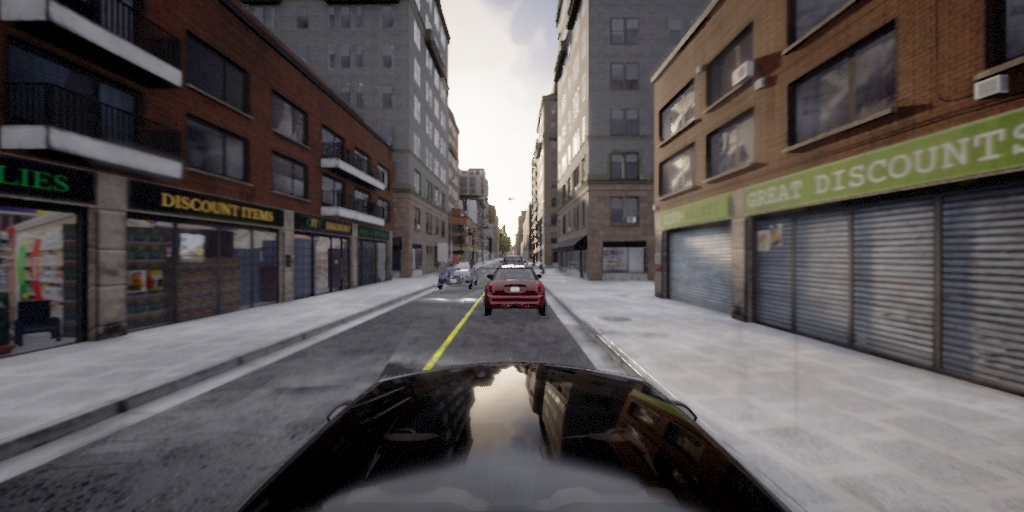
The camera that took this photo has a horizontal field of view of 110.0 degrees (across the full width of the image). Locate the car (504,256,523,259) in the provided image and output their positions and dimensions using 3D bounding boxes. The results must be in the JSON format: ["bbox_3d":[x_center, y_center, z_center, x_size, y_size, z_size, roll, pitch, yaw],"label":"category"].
[{"bbox_3d":[0.101,0.988,32.229,2.150,2.045,5.566,0,0,0],"label":"car"}]

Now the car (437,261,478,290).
[{"bbox_3d":[-3.000,1.003,20.631,1.812,1.442,4.674,0,0,0],"label":"car"}]

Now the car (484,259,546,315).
[{"bbox_3d":[0.100,1.108,13.820,2.097,1.767,4.553,0,0,0],"label":"car"}]
